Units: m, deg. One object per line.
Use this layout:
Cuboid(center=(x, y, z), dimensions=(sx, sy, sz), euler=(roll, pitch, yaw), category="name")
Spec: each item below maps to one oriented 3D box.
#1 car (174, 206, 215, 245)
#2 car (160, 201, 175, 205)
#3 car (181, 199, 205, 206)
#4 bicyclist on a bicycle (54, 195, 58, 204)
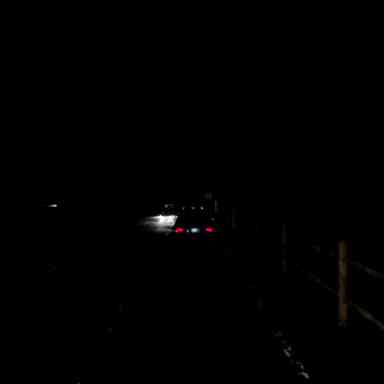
Cuboid(center=(0.097, 1.602, 15.922), dimensions=(2.033, 1.411, 5.357), euler=(0, 0, 0), category="car")
Cuboid(center=(-2.759, 1.371, 38.106), dimensions=(2.128, 1.511, 4.902), euler=(0, 0, 0), category="car")
Cuboid(center=(0.093, 1.456, 30.872), dimensions=(2.097, 1.767, 4.553), euler=(0, 0, 0), category="car")
Cuboid(center=(-22.496, 1.319, 55.096), dimensions=(0.582, 1.620, 1.656), euler=(1, 0, 1), category="bicyclist on a bicycle")
